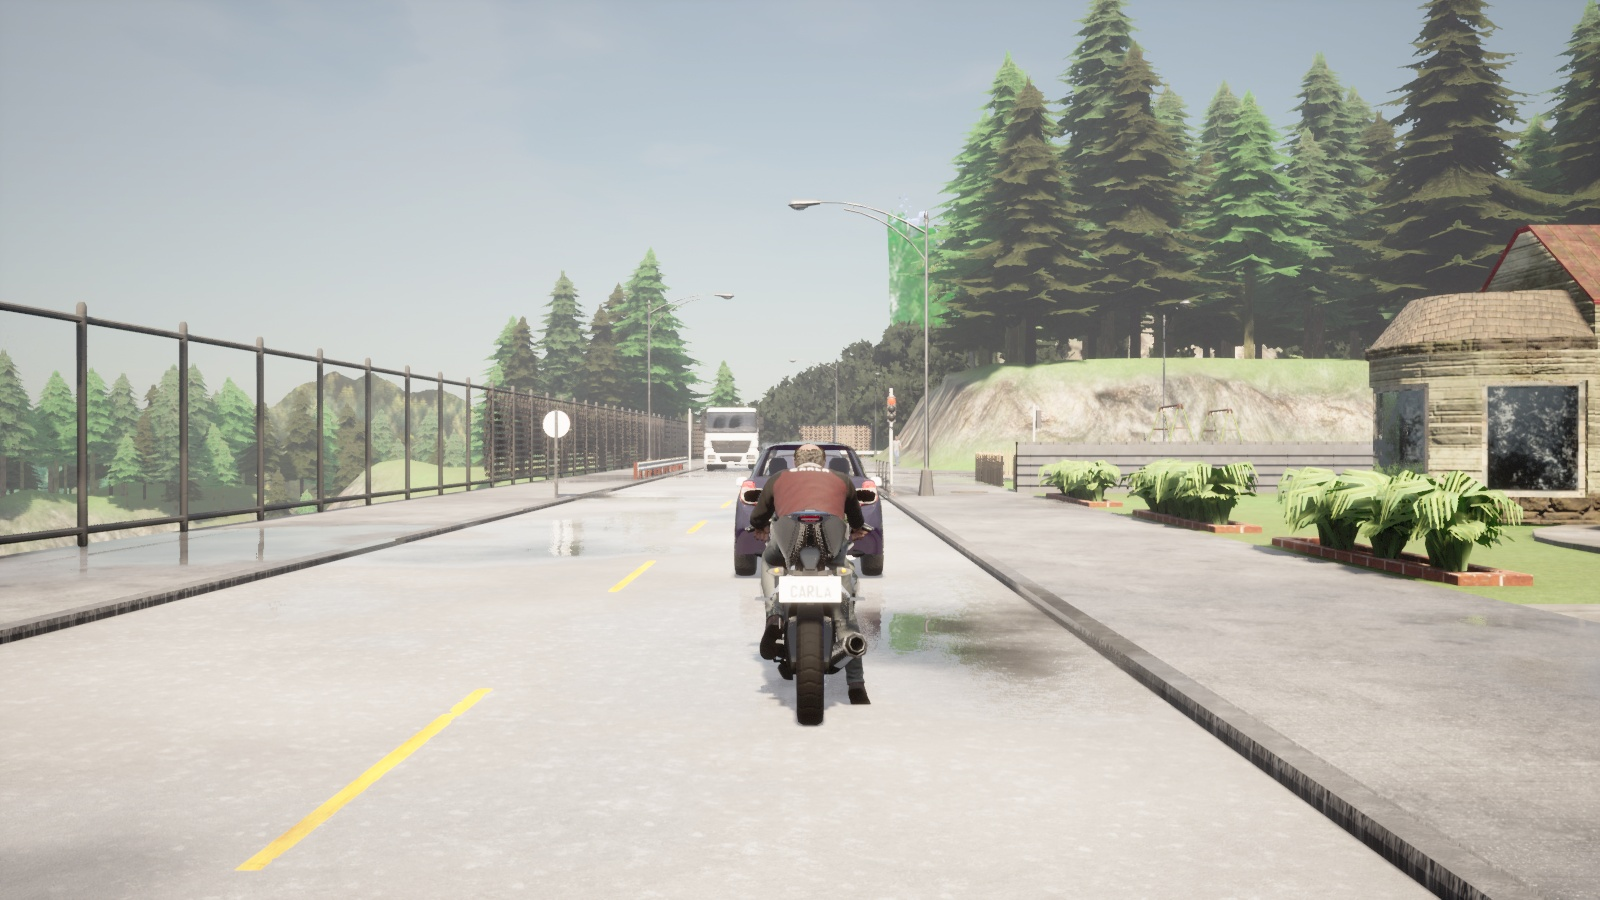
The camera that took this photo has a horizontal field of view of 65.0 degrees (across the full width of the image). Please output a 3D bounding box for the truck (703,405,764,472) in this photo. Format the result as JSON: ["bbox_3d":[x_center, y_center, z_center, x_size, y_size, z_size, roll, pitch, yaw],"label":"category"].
[{"bbox_3d":[-3.571,-0.629,69.200,2.891,3.462,7.936,0,0,0],"label":"truck"}]

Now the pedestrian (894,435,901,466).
[{"bbox_3d":[5.733,0.043,74.013,0.354,1.836,0.706,0,0,0],"label":"pedestrian"}]

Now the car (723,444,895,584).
[{"bbox_3d":[0.104,0.674,15.286,1.845,1.501,3.633,0,0,0],"label":"car"}]

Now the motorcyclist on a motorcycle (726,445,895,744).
[{"bbox_3d":[0.058,0.739,7.540,0.866,1.530,2.191,0,0,0],"label":"motorcyclist on a motorcycle"}]
